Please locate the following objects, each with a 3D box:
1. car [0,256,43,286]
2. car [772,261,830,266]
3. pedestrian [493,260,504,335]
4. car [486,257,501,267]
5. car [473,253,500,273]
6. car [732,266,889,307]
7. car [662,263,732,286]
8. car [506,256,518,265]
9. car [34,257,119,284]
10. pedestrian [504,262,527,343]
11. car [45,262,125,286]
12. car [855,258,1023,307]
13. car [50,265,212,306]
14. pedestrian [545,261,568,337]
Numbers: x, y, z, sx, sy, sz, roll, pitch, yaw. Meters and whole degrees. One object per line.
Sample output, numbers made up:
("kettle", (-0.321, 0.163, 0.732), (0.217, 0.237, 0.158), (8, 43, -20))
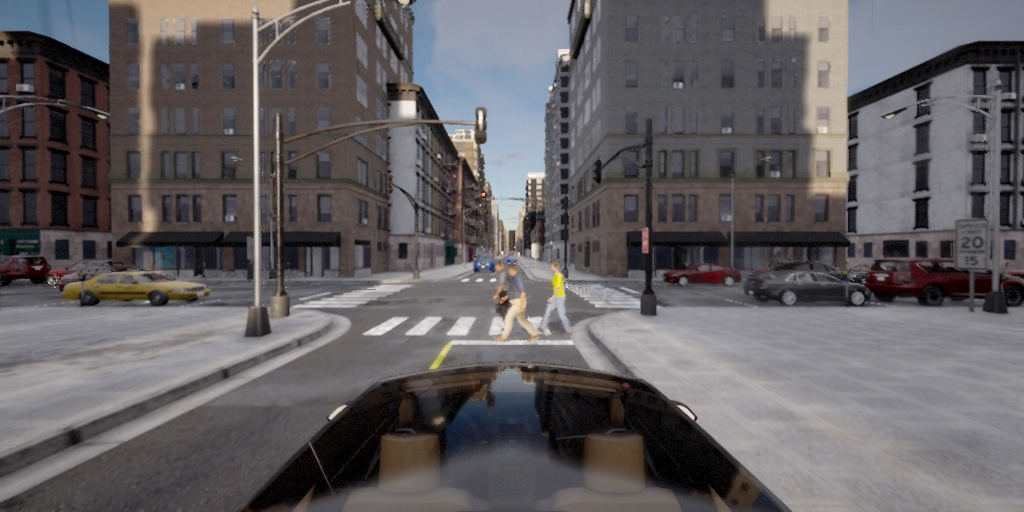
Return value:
("car", (-32.061, 0.891, 22.445), (5.009, 1.841, 2.192), (0, 0, 0))
("car", (15.780, 1.121, 19.857), (4.892, 1.490, 1.837), (0, 1, 0))
("pedestrian", (-0.221, 0.989, 9.187), (0.375, 1.860, 0.375), (0, 1, 0))
("car", (-2.812, 0.939, 55.180), (1.994, 1.385, 4.181), (0, 0, 0))
("car", (-2.833, 0.708, 38.541), (2.150, 2.045, 5.566), (0, 1, 1))
("car", (11.763, 1.232, 14.385), (4.403, 1.370, 2.007), (0, 0, 0))
("car", (11.770, 1.129, 22.409), (4.507, 1.381, 1.888), (0, 0, 0))
("car", (-0.001, 0.794, 63.857), (1.882, 1.535, 5.008), (0, 0, 0))
("car", (-26.399, 1.017, 22.440), (4.097, 1.591, 1.967), (0, 0, 0))
("pedestrian", (0.081, 0.998, 7.984), (0.375, 1.860, 0.375), (0, 1, 0))
("car", (-18.413, 1.171, 16.921), (4.674, 1.442, 1.812), (0, 1, 0))
("car", (17.172, 0.998, 14.380), (5.009, 1.841, 2.192), (0, 0, 0))
("car", (-14.912, 1.202, 14.406), (4.829, 1.417, 1.751), (0, 0, 0))
("pedestrian", (1.070, 0.993, 8.587), (0.375, 1.860, 0.375), (0, 1, 0))
